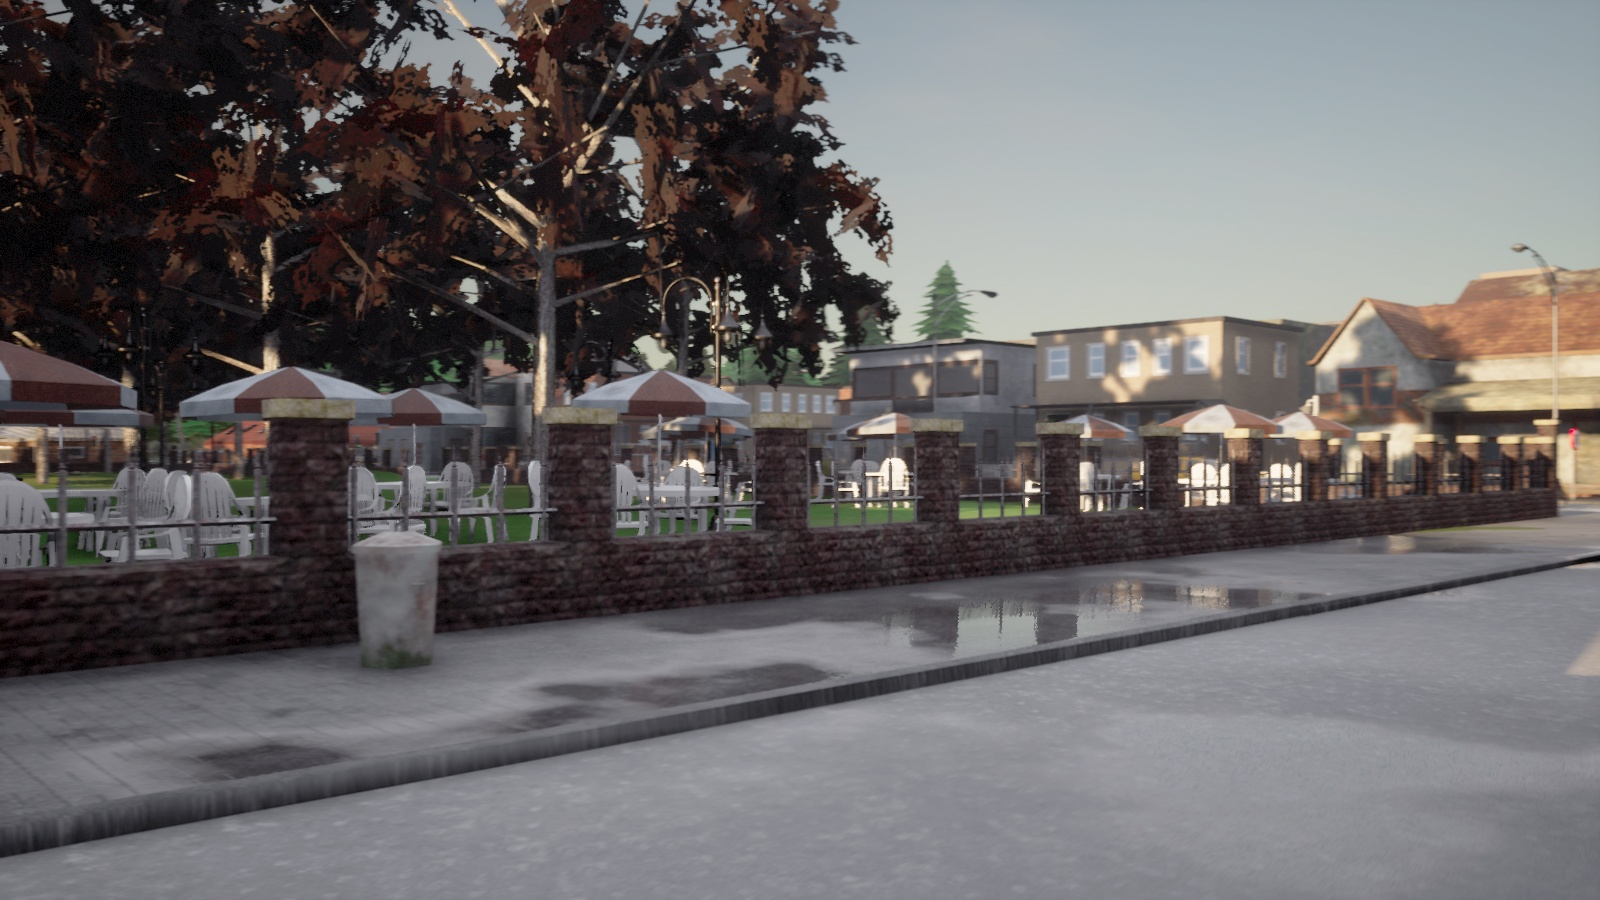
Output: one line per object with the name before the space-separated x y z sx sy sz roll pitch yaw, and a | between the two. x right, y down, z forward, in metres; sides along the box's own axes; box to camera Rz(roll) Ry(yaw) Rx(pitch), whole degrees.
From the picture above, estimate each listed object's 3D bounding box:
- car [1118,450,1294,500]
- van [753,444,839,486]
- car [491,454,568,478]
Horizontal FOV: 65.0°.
car | 13.365 0.792 41.653 1.801 1.575 5.366 0 0 -43
van | -0.231 0.722 62.309 1.775 1.987 4.442 0 0 -42
car | -17.671 1.041 82.189 4.514 1.525 2.007 0 0 12
